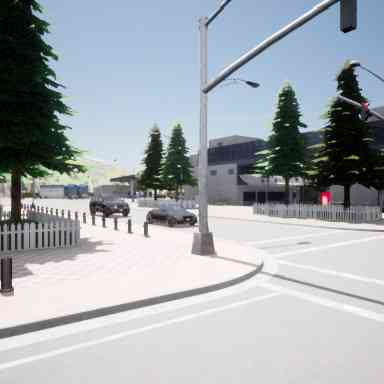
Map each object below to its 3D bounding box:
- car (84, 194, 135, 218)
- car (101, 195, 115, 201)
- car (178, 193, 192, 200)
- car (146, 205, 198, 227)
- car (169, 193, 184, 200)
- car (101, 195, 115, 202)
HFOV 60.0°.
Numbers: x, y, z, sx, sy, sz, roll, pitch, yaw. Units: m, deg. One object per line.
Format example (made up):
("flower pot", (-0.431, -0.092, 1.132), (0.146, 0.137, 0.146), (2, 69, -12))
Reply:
("car", (-7.885, 1.237, 31.366), (2.150, 2.045, 5.566), (0, 0, -37))
("car", (-20.958, 1.399, 82.757), (1.970, 1.475, 3.806), (0, 0, -37))
("car", (-1.834, 1.092, 88.044), (1.905, 1.878, 3.866), (0, 0, -37))
("car", (-1.450, 1.579, 22.849), (1.994, 1.385, 4.181), (0, 0, -37))
("car", (-3.922, 1.113, 85.982), (1.932, 1.855, 4.605), (0, 0, -37))
("car", (-18.931, 1.389, 75.022), (1.845, 1.501, 3.633), (0, 0, -37))
